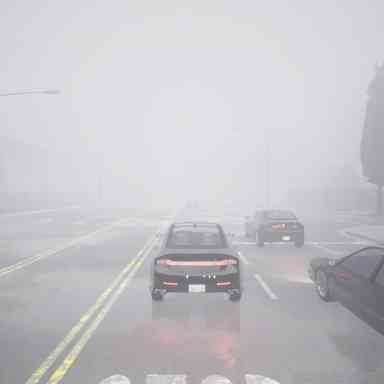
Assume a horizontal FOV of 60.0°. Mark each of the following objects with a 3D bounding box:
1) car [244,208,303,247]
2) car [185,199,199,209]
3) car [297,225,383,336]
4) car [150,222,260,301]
[{"bbox_3d":[3.568,1.505,15.014,1.837,1.490,4.892,0,0,0],"label":"car"},{"bbox_3d":[0.010,1.601,44.132,1.895,1.301,4.718,0,0,0],"label":"car"},{"bbox_3d":[3.589,1.547,5.267,2.033,1.411,5.357,0,0,0],"label":"car"},{"bbox_3d":[0.083,1.492,8.313,2.128,1.511,4.902,0,0,0],"label":"car"}]
